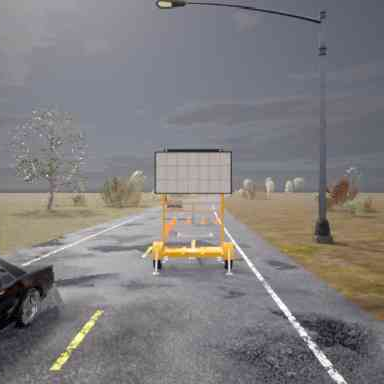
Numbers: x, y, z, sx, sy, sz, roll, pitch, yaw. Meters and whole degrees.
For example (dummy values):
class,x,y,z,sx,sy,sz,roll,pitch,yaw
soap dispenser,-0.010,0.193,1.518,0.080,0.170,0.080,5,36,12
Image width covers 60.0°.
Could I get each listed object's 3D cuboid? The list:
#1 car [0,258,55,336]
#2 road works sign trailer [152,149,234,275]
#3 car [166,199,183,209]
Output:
class,x,y,z,sx,sy,sz,roll,pitch,yaw
car,-3.579,1.600,4.191,1.895,1.301,4.718,0,0,0
road works sign trailer,0.043,0.463,10.456,2.380,3.560,2.880,0,0,1
car,-2.337,1.592,44.420,1.895,1.301,4.718,0,0,3
